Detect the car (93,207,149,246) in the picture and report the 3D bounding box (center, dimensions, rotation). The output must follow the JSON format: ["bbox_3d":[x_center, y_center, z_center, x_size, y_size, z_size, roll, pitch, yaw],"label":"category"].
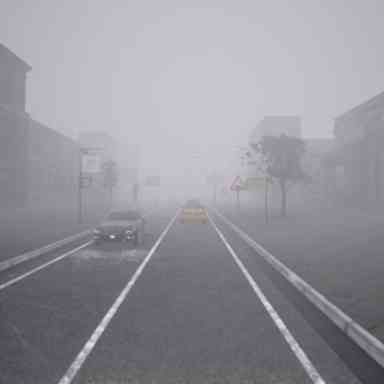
[{"bbox_3d":[-3.100,1.495,15.384,1.837,1.490,4.892,0,0,0],"label":"car"}]

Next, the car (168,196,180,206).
[{"bbox_3d":[-3.059,1.451,58.312,2.097,1.767,4.553,0,-1,0],"label":"car"}]

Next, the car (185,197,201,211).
[{"bbox_3d":[0.092,1.445,41.823,1.837,1.490,4.892,0,0,0],"label":"car"}]

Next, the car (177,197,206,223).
[{"bbox_3d":[0.096,1.427,24.960,1.801,1.575,5.366,0,0,0],"label":"car"}]
